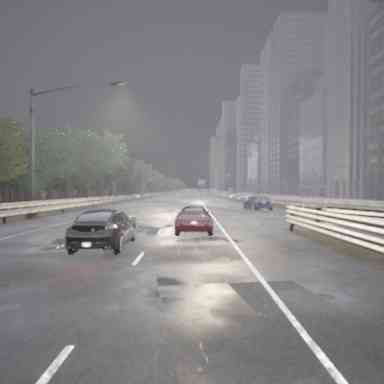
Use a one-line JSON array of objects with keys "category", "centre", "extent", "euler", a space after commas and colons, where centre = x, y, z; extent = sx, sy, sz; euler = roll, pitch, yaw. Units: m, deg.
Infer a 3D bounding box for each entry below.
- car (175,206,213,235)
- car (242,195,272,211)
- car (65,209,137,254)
[{"category": "car", "centre": [0.098, 1.465, 18.257], "extent": [1.994, 1.385, 4.181], "euler": [0, 0, 0]}, {"category": "car", "centre": [7.351, 1.171, 37.886], "extent": [2.097, 1.767, 4.553], "euler": [0, 0, -10]}, {"category": "car", "centre": [-3.401, 1.433, 13.142], "extent": [1.837, 1.490, 4.892], "euler": [0, 0, 0]}]
